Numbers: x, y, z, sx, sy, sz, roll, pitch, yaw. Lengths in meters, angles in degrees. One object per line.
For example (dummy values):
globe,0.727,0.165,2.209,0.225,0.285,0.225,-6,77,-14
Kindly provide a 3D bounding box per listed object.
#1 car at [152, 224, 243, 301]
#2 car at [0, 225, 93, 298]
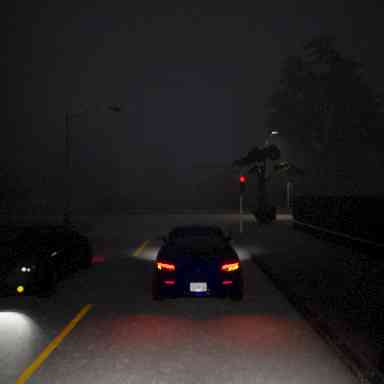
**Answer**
car,0.120,1.525,8.214,1.812,1.442,4.674,0,0,0
car,-4.015,1.563,8.428,1.994,1.385,4.181,0,0,1
